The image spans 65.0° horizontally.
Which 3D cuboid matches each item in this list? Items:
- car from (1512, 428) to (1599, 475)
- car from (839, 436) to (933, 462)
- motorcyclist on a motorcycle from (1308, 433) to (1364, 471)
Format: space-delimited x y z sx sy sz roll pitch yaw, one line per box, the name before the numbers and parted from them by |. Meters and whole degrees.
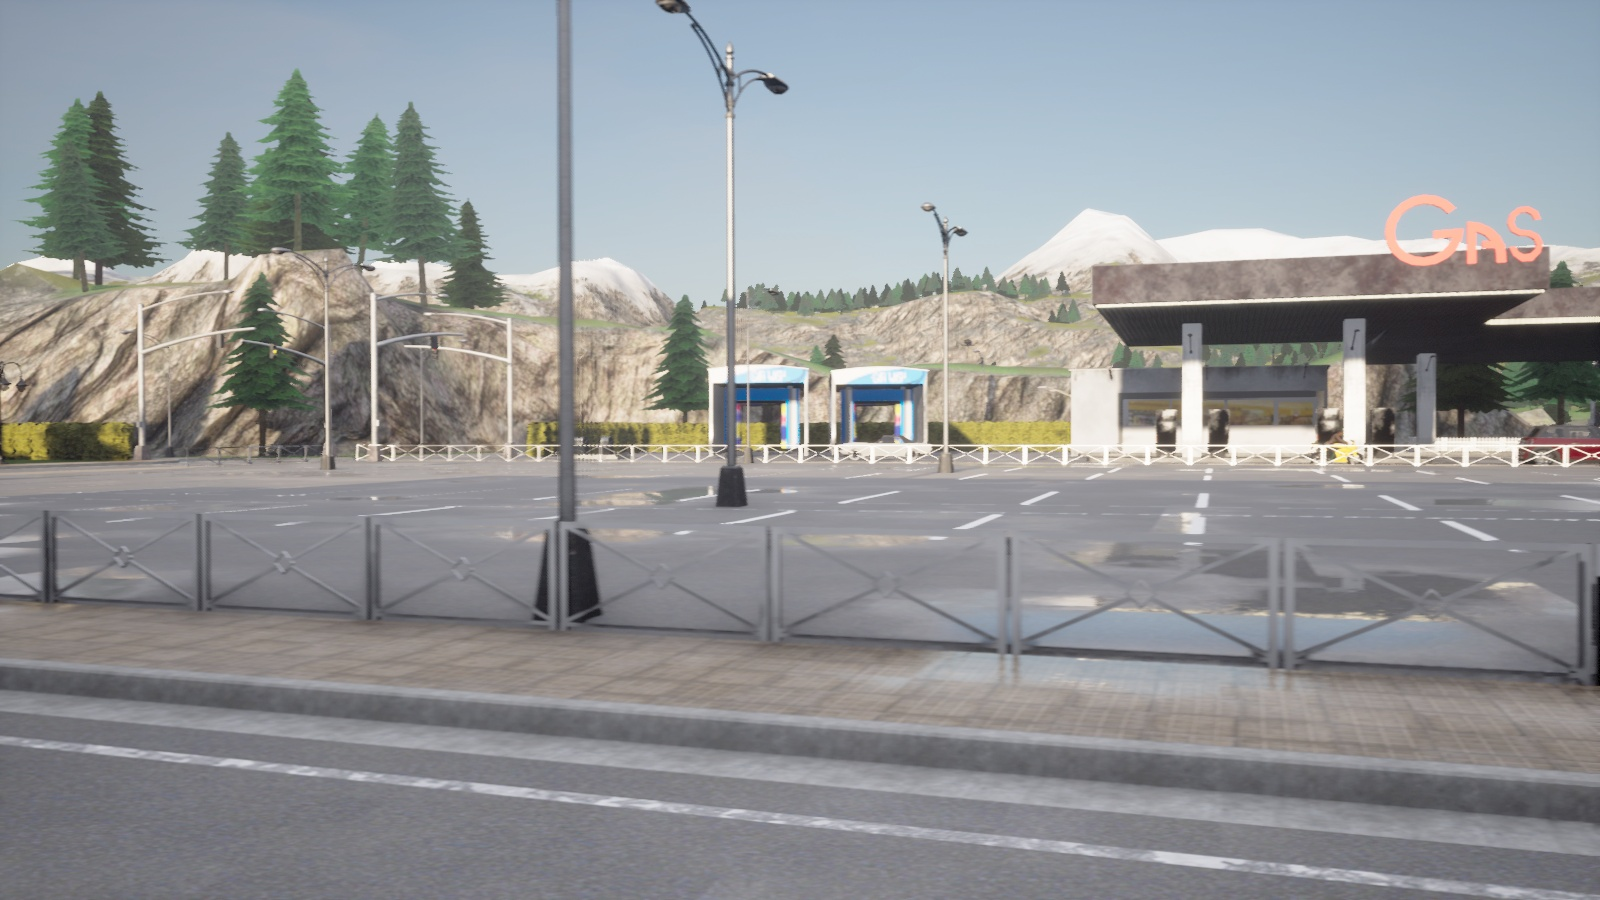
car | 30.350 0.037 48.556 4.553 1.767 2.097 1 1 19
car | 4.395 -0.073 64.397 4.718 1.301 1.895 0 1 4
motorcyclist on a motorcycle | 21.947 0.083 51.439 2.044 1.523 0.797 1 1 19
